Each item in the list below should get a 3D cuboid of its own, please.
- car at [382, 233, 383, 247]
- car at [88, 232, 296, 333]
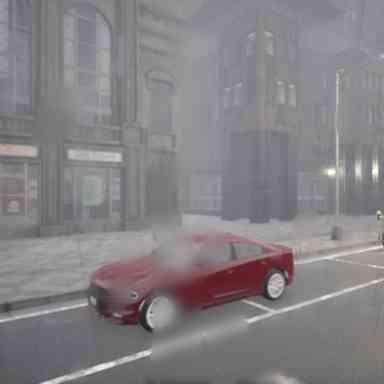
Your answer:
[{"bbox_3d":[9.385,1.600,13.343,4.313,1.339,1.947,0,0,-35],"label":"car"},{"bbox_3d":[0.206,1.553,6.798,4.507,1.381,1.887,0,0,-35],"label":"car"}]
